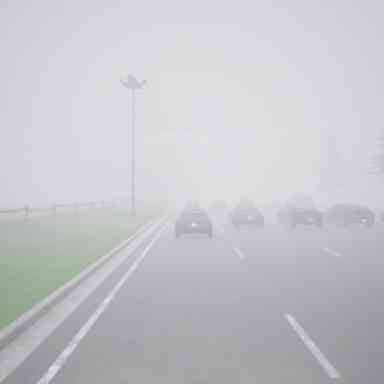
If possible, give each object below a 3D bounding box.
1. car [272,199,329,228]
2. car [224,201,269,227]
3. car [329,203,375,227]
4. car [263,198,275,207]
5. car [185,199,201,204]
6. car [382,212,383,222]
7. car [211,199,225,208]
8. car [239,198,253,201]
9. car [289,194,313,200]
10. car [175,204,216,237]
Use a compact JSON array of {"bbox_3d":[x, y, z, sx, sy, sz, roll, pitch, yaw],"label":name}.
[{"bbox_3d":[7.091,1.487,22.308,1.882,1.535,5.008,0,0,0],"label":"car"},{"bbox_3d":[3.591,1.573,22.673,1.994,1.385,4.181,0,0,0],"label":"car"},{"bbox_3d":[10.591,1.514,22.889,1.837,1.490,4.892,0,0,0],"label":"car"},{"bbox_3d":[10.569,1.543,44.753,1.812,1.442,4.674,0,0,0],"label":"car"},{"bbox_3d":[0.085,1.562,39.415,2.033,1.411,5.357,0,0,0],"label":"car"},{"bbox_3d":[14.092,1.500,21.132,2.128,1.511,4.902,0,0,0],"label":"car"},{"bbox_3d":[3.583,1.581,44.807,1.994,1.385,4.181,0,0,0],"label":"car"},{"bbox_3d":[7.083,1.508,44.073,2.128,1.511,4.902,0,0,0],"label":"car"},{"bbox_3d":[14.084,1.239,43.523,2.150,2.045,5.566,0,0,0],"label":"car"},{"bbox_3d":[0.093,1.571,18.242,1.994,1.385,4.181,0,0,0],"label":"car"}]
